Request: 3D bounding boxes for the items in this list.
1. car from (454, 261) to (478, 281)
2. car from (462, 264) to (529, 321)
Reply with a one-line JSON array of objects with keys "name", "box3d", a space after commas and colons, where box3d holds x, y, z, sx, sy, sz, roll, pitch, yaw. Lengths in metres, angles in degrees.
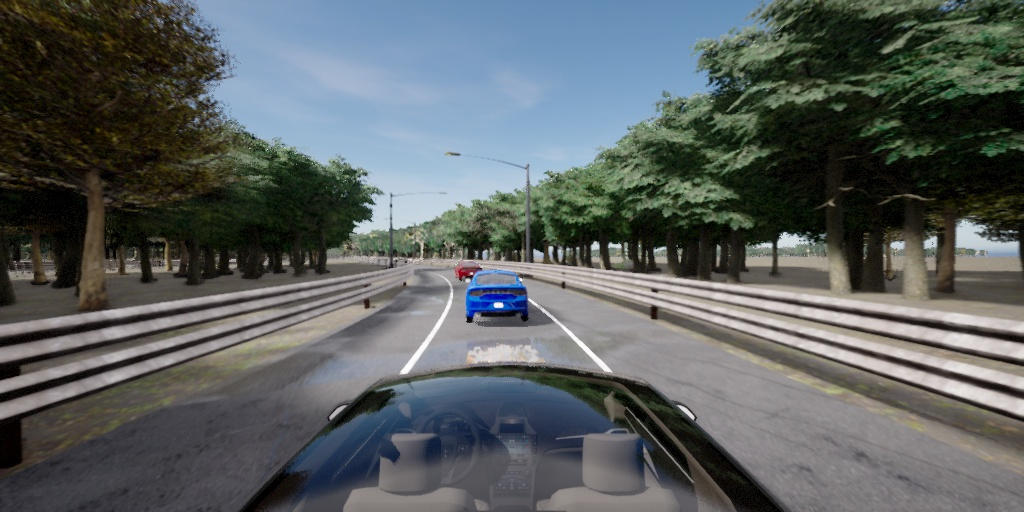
[{"name": "car", "box3d": [-3.709, 1.190, 29.977, 1.882, 1.535, 5.008, 0, 0, -14]}, {"name": "car", "box3d": [-0.602, 1.213, 12.436, 1.882, 1.535, 5.008, 0, 0, -5]}]
